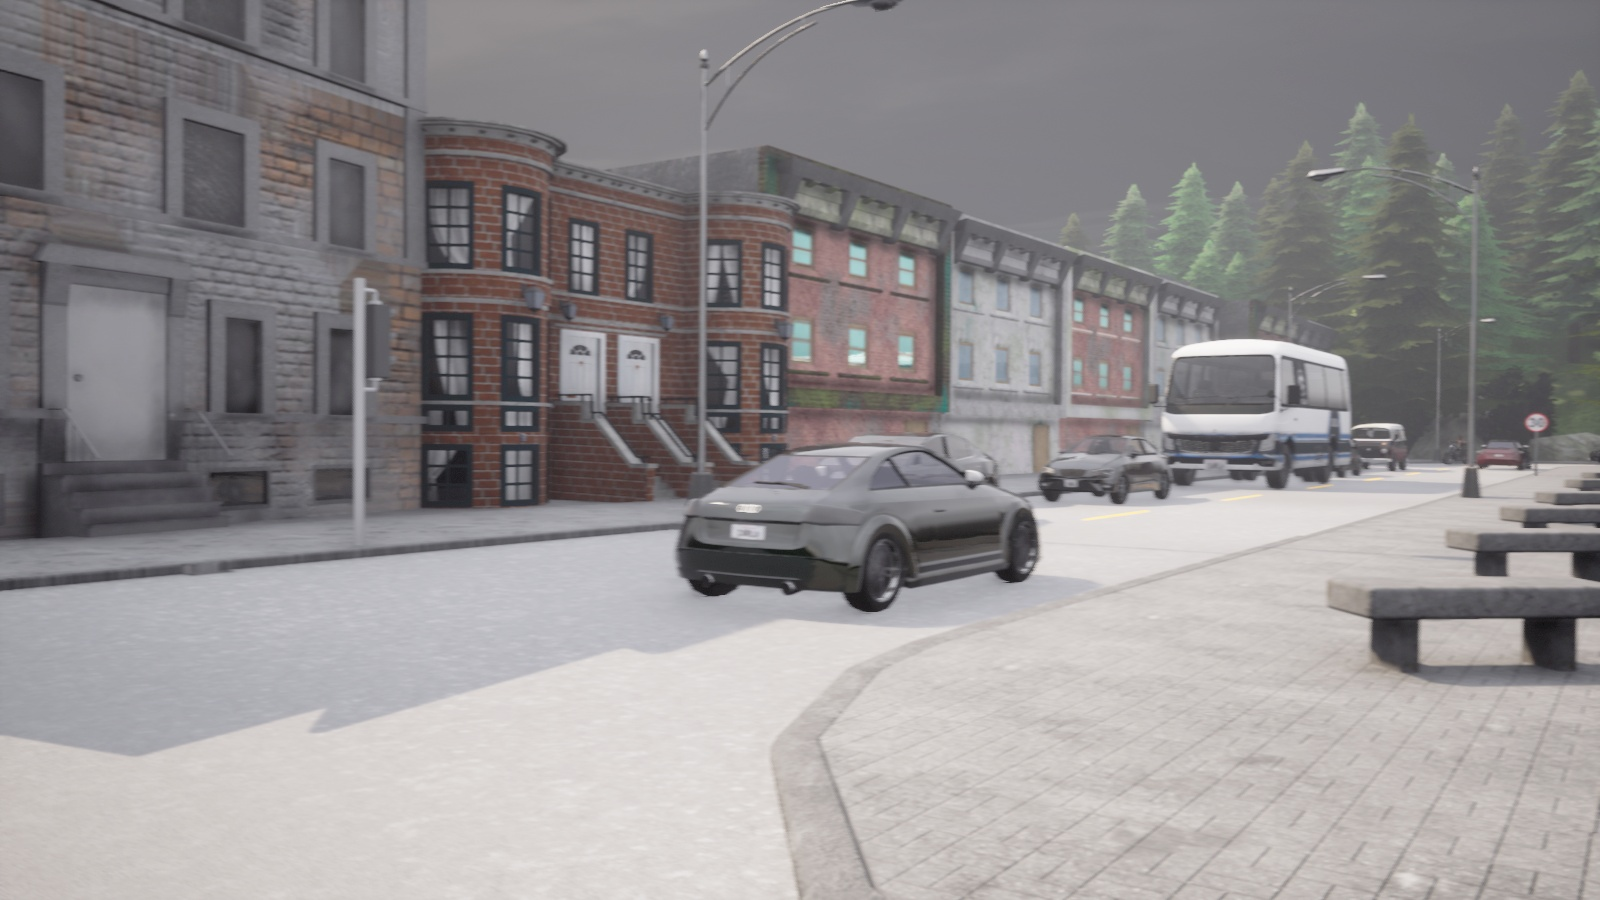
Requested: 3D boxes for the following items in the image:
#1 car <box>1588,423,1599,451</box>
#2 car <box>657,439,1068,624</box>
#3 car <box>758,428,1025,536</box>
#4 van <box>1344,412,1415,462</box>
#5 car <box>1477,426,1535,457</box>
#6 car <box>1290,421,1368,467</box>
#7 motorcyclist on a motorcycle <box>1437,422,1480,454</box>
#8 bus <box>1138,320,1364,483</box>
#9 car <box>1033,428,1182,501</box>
[{"bbox_3d":[45.182,-0.706,67.237,4.792,1.488,2.163,0,1,25],"label":"car"},{"bbox_3d":[0.785,0.610,11.945,1.994,1.385,4.181,0,1,34],"label":"car"},{"bbox_3d":[1.618,0.416,20.185,2.163,1.488,4.792,0,1,34],"label":"car"},{"bbox_3d":[24.999,-0.593,54.092,2.069,2.038,4.480,0,1,35],"label":"van"},{"bbox_3d":[32.932,-0.395,58.544,1.994,1.385,4.181,0,1,35],"label":"car"},{"bbox_3d":[19.432,-0.243,46.027,1.851,1.617,3.988,0,1,35],"label":"car"},{"bbox_3d":[34.912,-0.644,66.555,2.350,1.649,0.766,-1,2,-27],"label":"motorcyclist on a motorcycle"},{"bbox_3d":[13.991,-1.348,38.141,3.944,4.253,10.273,0,1,35],"label":"bus"},{"bbox_3d":[6.893,0.264,27.858,1.816,1.474,4.193,0,1,35],"label":"car"}]
